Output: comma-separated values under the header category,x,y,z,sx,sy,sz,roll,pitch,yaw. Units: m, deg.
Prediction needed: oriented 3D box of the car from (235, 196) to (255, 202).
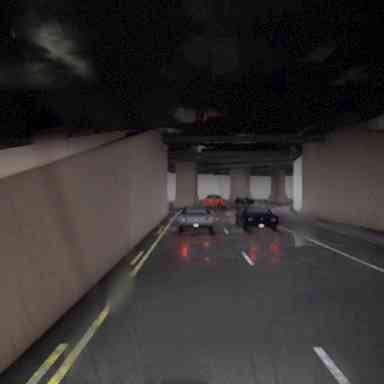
category,x,y,z,sx,sy,sz,roll,pitch,yaw
car,6.971,1.258,43.463,2.128,1.511,4.902,0,0,24

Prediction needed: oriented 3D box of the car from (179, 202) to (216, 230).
category,x,y,z,sx,sy,sz,roll,pitch,yaw
car,0.239,1.490,20.092,1.895,1.301,4.718,0,0,0

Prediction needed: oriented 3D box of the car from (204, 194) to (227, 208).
category,x,y,z,sx,sy,sz,roll,pitch,yaw
car,3.095,1.115,43.232,2.097,1.767,4.553,0,0,21

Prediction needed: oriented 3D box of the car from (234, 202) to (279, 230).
category,x,y,z,sx,sy,sz,roll,pitch,yaw
car,3.738,1.494,19.982,1.895,1.301,4.718,0,0,0
